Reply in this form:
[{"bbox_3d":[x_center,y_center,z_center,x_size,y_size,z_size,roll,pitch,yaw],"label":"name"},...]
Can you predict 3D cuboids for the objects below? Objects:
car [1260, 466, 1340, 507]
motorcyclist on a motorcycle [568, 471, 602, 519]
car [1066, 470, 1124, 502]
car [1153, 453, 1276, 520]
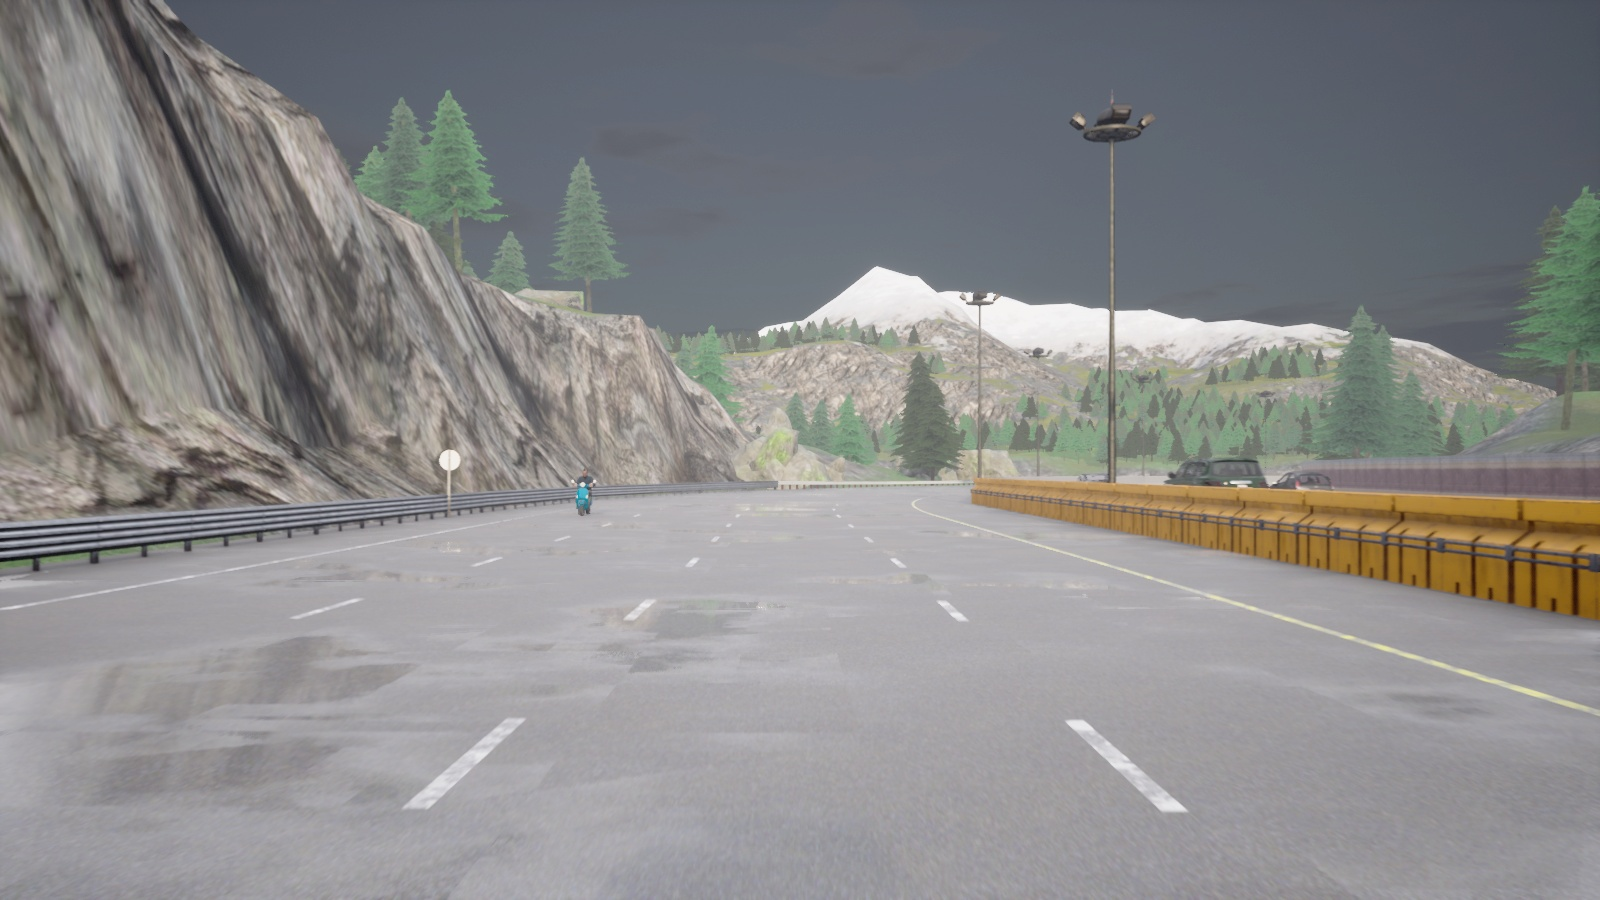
[{"bbox_3d":[20.672,1.503,52.113,1.851,1.617,3.988,0,-1,2],"label":"car"},{"bbox_3d":[-7.366,1.518,43.011,0.866,1.590,1.817,0,-1,0],"label":"motorcyclist on a motorcycle"},{"bbox_3d":[14.315,1.739,61.265,2.128,1.511,4.902,0,-1,6],"label":"car"},{"bbox_3d":[13.639,1.178,41.733,2.150,2.045,5.566,0,-1,-1],"label":"car"}]
